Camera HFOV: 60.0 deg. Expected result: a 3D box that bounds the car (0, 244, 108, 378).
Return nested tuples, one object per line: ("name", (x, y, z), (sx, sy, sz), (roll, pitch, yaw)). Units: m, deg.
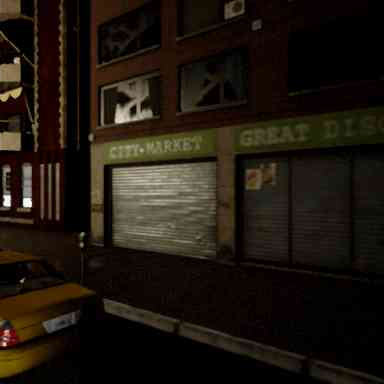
("car", (-3.426, 1.514, 5.320), (4.829, 1.417, 1.752), (0, 0, 35))
